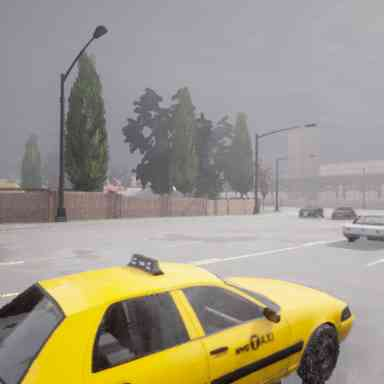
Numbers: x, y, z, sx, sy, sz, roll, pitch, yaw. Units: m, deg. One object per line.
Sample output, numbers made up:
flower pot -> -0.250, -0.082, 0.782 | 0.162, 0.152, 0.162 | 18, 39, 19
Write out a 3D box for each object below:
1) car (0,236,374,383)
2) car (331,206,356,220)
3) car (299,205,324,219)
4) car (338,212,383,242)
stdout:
car -> -0.259, 1.457, 3.620 | 5.366, 1.575, 1.801 | 0, 0, -37
car -> 16.411, 2.264, 35.797 | 1.812, 1.442, 4.674 | 0, -2, 36
car -> 13.722, 2.231, 38.045 | 2.128, 1.511, 4.902 | 0, -2, 35
car -> 9.164, 1.791, 16.245 | 4.718, 1.301, 1.895 | 2, -1, -44
